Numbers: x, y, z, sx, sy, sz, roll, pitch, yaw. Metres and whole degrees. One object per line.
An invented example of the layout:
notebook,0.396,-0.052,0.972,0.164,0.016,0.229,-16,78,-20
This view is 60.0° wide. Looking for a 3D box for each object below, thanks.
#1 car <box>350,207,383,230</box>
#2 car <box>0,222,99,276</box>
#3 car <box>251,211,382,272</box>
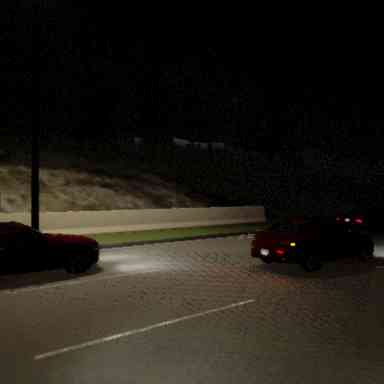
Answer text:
car,10.518,1.574,19.405,5.357,1.411,2.033,0,0,-33
car,-4.867,1.527,8.868,4.674,1.442,1.812,0,0,-35
car,3.967,1.538,10.784,4.674,1.442,1.812,0,0,-35
